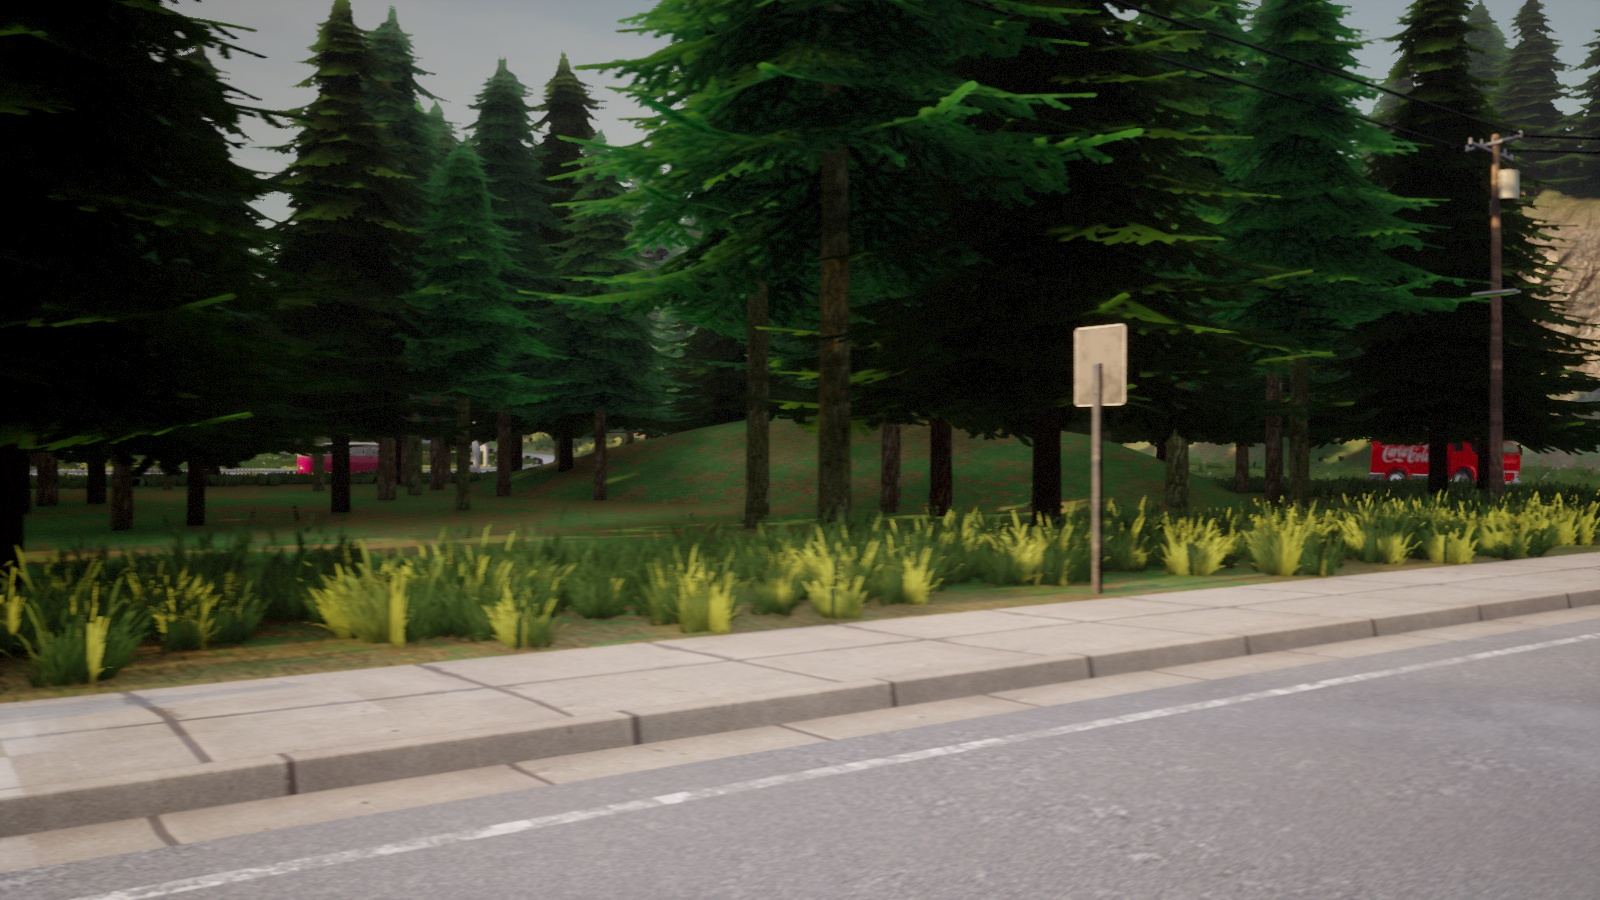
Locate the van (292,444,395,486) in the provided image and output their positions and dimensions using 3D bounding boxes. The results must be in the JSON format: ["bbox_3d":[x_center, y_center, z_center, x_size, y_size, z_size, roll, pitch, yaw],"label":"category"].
[{"bbox_3d":[-22.382,0.695,61.592,4.442,1.987,1.775,0,0,-35],"label":"van"}]

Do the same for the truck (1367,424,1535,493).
[{"bbox_3d":[24.868,0.323,48.176,2.627,2.467,5.204,0,0,-25],"label":"truck"}]
